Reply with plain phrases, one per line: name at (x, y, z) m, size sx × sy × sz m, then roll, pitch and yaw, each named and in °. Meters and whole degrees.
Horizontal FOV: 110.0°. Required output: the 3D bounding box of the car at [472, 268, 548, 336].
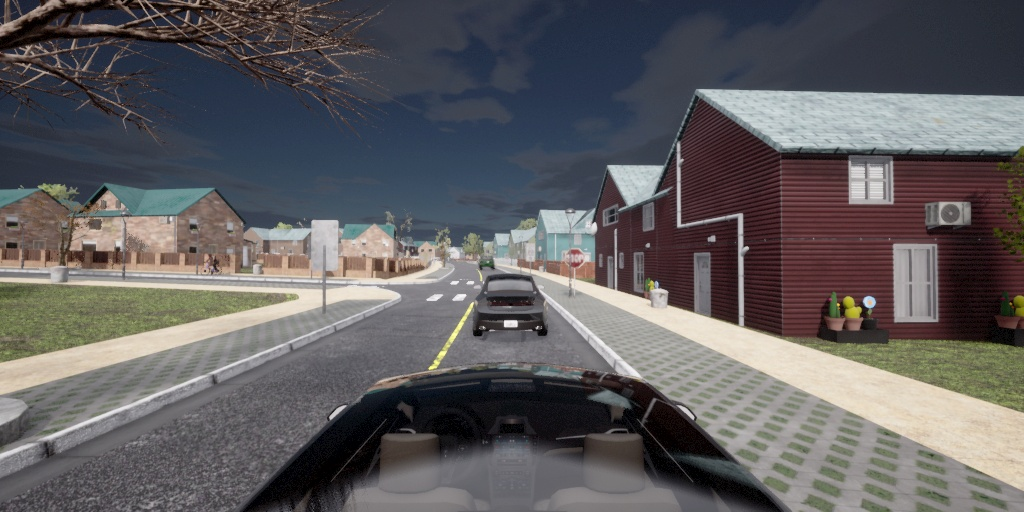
car at (-0.080, 1.257, 10.368) m, size 1.837 × 1.490 × 4.892 m, roll 0°, pitch 0°, yaw -1°

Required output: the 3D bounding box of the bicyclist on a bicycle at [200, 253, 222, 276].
bicyclist on a bicycle at (-22.060, 0.632, 26.330) m, size 0.582 × 1.620 × 1.656 m, roll 1°, pitch 0°, yaw 8°

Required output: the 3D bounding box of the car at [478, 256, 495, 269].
car at (-3.883, 0.978, 53.806) m, size 2.150 × 2.045 × 5.566 m, roll 0°, pitch 0°, yaw -8°
